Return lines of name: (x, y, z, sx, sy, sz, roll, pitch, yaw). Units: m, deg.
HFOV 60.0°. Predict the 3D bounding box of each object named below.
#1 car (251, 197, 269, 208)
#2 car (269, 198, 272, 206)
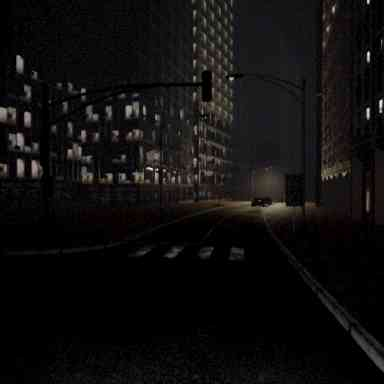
car: (10.297, 1.624, 51.326, 1.837, 1.490, 4.892, 0, 0, 17)
car: (13.489, 1.679, 60.829, 1.837, 1.490, 4.892, 0, 0, 21)
